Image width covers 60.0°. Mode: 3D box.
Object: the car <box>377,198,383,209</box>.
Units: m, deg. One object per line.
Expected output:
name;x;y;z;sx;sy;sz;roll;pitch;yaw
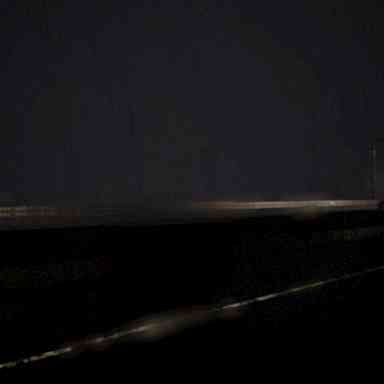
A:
car;26.655;1.399;43.652;5.566;2.045;2.150;0;0;-34
